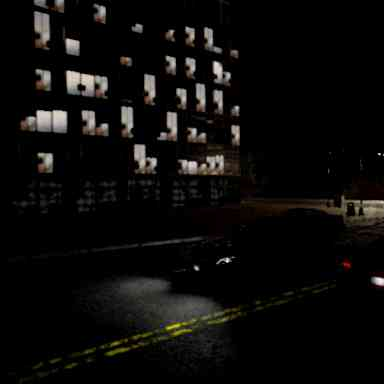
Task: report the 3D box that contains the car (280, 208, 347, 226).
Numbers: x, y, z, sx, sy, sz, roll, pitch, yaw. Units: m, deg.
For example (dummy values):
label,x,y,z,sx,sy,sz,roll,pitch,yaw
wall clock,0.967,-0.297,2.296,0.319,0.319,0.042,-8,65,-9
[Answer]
label,x,y,z,sx,sy,sz,roll,pitch,yaw
car,4.878,1.456,15.146,5.357,1.411,2.033,-1,0,-35

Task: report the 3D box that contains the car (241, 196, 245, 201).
label,x,y,z,sx,sy,sz,roll,pitch,yaw
car,8.989,1.062,69.946,2.097,1.767,4.553,-2,1,-33

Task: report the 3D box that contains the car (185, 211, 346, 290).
label,x,y,z,sx,sy,sz,roll,pitch,yaw
car,2.003,1.477,9.104,4.674,1.442,1.812,-1,0,-35

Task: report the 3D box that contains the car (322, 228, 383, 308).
label,x,y,z,sx,sy,sz,roll,pitch,yaw
car,4.894,1.507,6.929,4.181,1.385,1.994,0,0,-35
